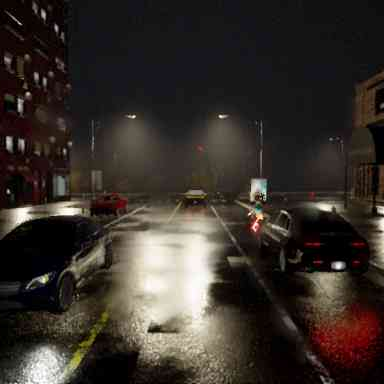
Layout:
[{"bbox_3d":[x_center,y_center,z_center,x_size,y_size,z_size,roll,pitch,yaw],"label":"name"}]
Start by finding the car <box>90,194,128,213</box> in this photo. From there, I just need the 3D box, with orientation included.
[{"bbox_3d":[-5.508,0.845,22.449,1.887,1.381,4.507,-1,2,1],"label":"car"}]

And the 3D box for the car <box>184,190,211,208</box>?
[{"bbox_3d":[0.322,0.566,29.779,2.128,1.511,4.902,0,2,1],"label":"car"}]

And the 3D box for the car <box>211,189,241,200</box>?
[{"bbox_3d":[4.337,0.237,42.973,4.181,1.385,1.994,-1,2,-37],"label":"car"}]

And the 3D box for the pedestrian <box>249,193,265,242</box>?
[{"bbox_3d":[2.435,0.911,12.262,0.375,1.860,0.375,-1,3,-2],"label":"pedestrian"}]

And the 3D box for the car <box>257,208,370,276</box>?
[{"bbox_3d":[3.080,1.212,9.364,1.837,1.490,4.892,0,2,0],"label":"car"}]

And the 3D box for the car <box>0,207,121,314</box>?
[{"bbox_3d":[-3.038,1.296,7.254,1.812,1.442,4.674,0,2,0],"label":"car"}]
